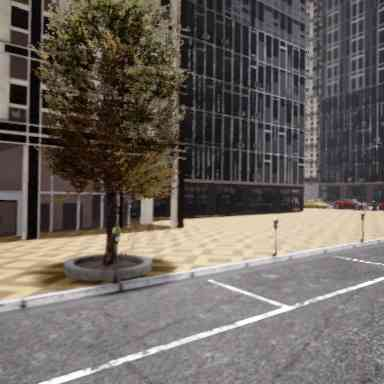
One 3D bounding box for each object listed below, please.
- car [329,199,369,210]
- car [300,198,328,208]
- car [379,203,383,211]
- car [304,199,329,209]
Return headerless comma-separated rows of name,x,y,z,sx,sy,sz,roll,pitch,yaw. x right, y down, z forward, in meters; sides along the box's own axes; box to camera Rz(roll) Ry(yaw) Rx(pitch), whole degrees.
car,20.264,1.573,42.402,1.967,1.590,4.097,1,-1,-35
car,20.623,1.828,56.517,1.967,1.590,4.097,1,-1,-35
car,23.518,1.660,37.741,1.802,1.307,4.206,1,-1,-35
car,17.106,1.711,46.920,1.752,1.417,4.829,1,-1,-35
